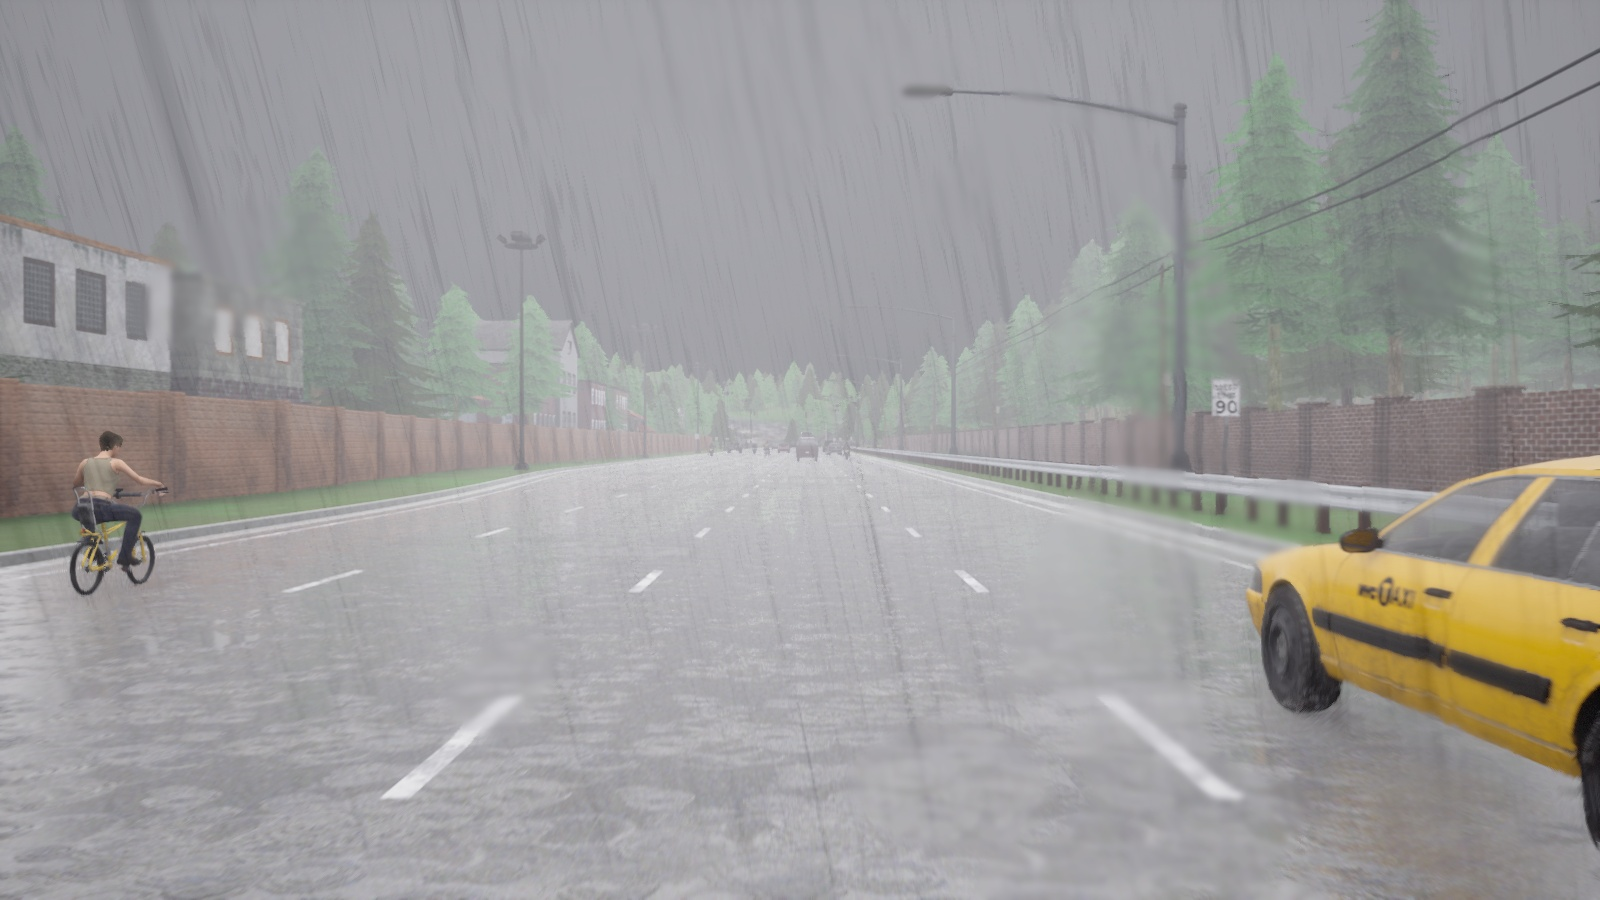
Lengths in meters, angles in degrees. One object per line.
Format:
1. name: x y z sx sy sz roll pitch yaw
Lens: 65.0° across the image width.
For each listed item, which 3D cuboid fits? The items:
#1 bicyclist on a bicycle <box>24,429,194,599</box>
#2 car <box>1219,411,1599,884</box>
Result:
1. bicyclist on a bicycle: -6.917 0.606 12.664 0.866 1.612 1.509 0 0 1
2. car: 3.559 0.657 5.216 1.801 1.575 5.366 0 0 0
